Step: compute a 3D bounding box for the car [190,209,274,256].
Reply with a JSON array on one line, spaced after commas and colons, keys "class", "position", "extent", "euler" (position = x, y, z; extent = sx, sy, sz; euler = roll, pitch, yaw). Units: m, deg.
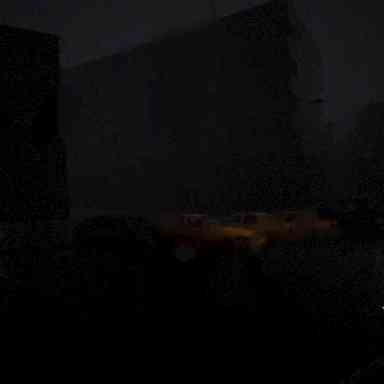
[{"class": "car", "position": [0.315, 1.551, 13.597], "extent": [5.366, 1.575, 1.946], "euler": [-1, -1, 34]}]

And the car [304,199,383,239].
[{"class": "car", "position": [7.427, 1.423, 18.958], "extent": [5.566, 2.045, 2.435], "euler": [-1, -1, 34]}]

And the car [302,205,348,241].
[{"class": "car", "position": [4.868, 1.627, 17.297], "extent": [5.366, 1.575, 1.946], "euler": [-1, -1, 34]}]

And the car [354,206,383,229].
[{"class": "car", "position": [14.884, 1.841, 24.099], "extent": [5.366, 1.575, 1.946], "euler": [0, -2, 34]}]

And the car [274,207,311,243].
[{"class": "car", "position": [2.440, 1.589, 15.549], "extent": [5.366, 1.575, 1.946], "euler": [-1, -1, 34]}]

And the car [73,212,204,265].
[{"class": "car", "position": [-2.243, 1.560, 11.943], "extent": [4.792, 1.488, 2.163], "euler": [-1, -1, 35]}]
